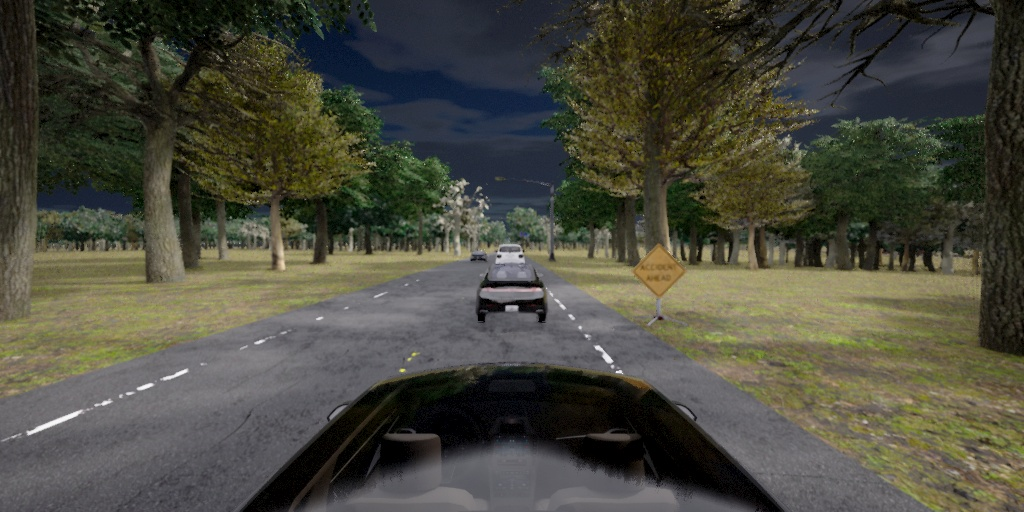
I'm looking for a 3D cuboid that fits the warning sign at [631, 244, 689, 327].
[{"bbox_3d":[3.491,0.637,8.532,1.300,1.860,1.060,0,0,-1],"label":"warning sign"}]

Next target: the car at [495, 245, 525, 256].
[{"bbox_3d":[-0.160,0.110,28.862,2.150,2.045,5.566,0,2,0],"label":"car"}]

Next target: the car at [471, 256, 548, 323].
[{"bbox_3d":[-0.014,0.943,10.835,2.128,1.511,4.902,0,2,0],"label":"car"}]

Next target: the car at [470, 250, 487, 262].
[{"bbox_3d":[-3.974,0.018,43.591,2.033,1.411,5.357,0,2,0],"label":"car"}]
